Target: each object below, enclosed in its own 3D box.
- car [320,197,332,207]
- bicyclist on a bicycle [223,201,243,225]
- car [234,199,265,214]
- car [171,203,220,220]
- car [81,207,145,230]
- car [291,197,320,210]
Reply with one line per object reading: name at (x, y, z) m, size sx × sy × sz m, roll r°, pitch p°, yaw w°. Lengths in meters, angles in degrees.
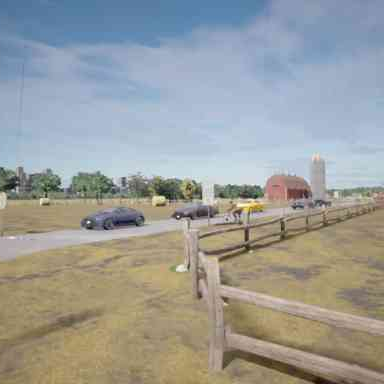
car at (20.611, 1.593, 52.421) m, size 1.837 × 1.490 × 4.892 m, roll -2°, pitch -2°, yaw 36°
bicyclist on a bicycle at (2.759, 1.401, 22.117) m, size 1.656 × 1.620 × 0.582 m, roll 0°, pitch 0°, yaw 36°
car at (6.502, 1.580, 37.602) m, size 1.882 × 1.535 × 5.008 m, roll -2°, pitch -1°, yaw 36°
car at (0.429, 1.636, 29.138) m, size 2.033 × 1.411 × 5.357 m, roll -2°, pitch -1°, yaw 36°
car at (-5.018, 1.639, 21.521) m, size 1.994 × 1.385 × 4.181 m, roll -2°, pitch -1°, yaw 36°
car at (14.879, 1.587, 44.326) m, size 2.033 × 1.411 × 5.357 m, roll -2°, pitch -1°, yaw 36°
